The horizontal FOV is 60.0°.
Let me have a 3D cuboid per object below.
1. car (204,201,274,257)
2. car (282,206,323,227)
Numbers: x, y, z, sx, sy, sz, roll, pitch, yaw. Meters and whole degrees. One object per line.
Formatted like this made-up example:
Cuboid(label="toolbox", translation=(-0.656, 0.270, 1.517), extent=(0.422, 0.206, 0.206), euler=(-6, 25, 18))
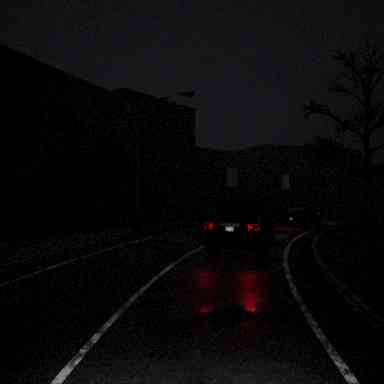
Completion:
Cuboid(label="car", translation=(2.117, 1.399, 13.874), extent=(2.150, 2.045, 5.566), euler=(0, -1, 18))
Cuboid(label="car", translation=(8.861, 1.877, 26.467), extent=(1.882, 1.535, 5.008), euler=(0, -1, 38))
